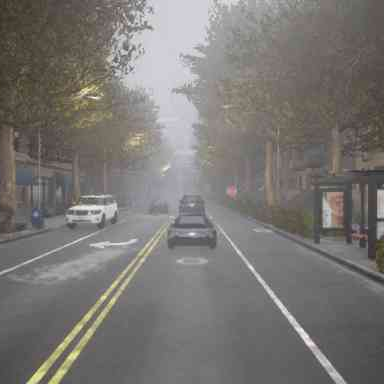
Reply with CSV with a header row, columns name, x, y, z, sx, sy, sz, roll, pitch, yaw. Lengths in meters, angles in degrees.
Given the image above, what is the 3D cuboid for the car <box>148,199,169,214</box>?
name,x,y,z,sx,sy,sz,roll,pitch,yaw
car,-3.500,1.559,35.650,1.837,1.490,4.892,0,0,0

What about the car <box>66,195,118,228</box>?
name,x,y,z,sx,sy,sz,roll,pitch,yaw
car,-6.553,1.226,22.435,2.435,2.045,5.566,0,0,0

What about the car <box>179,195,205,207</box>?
name,x,y,z,sx,sy,sz,roll,pitch,yaw
car,0.000,1.256,29.680,2.150,2.045,5.566,0,0,0

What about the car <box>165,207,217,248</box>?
name,x,y,z,sx,sy,sz,roll,pitch,yaw
car,0.000,1.570,14.650,1.994,1.385,4.181,0,0,0
